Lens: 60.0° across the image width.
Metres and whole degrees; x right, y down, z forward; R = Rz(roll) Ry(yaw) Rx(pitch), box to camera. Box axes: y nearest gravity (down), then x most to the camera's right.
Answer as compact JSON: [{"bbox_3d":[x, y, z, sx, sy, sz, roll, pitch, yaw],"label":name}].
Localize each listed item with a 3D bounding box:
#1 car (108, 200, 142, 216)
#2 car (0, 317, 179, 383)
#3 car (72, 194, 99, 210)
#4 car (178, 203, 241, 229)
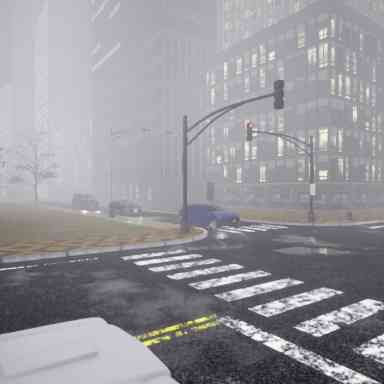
[{"bbox_3d":[-6.594,1.498,32.615,2.128,1.511,4.902,0,0,-35],"label":"car"},{"bbox_3d":[-2.274,1.601,1.821,4.718,1.301,1.895,0,0,-36],"label":"car"},{"bbox_3d":[-13.812,1.227,42.863,2.150,2.045,5.566,0,0,-35],"label":"car"},{"bbox_3d":[1.055,1.484,22.056,1.882,1.535,5.008,0,0,-37],"label":"car"}]
